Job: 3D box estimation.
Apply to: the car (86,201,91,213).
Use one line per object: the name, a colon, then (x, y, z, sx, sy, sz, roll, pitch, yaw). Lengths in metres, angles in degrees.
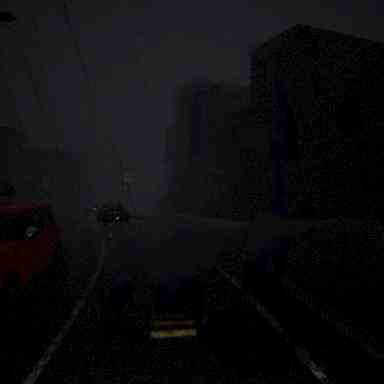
car: (-12.036, 1.822, 40.957, 1.812, 1.442, 4.674, -1, 0, -17)

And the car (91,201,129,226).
car: (-6.020, 1.610, 24.994, 2.128, 1.511, 4.902, -2, 0, -22)

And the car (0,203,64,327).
car: (-4.398, 1.286, 7.259, 2.150, 2.045, 5.566, -1, 0, -9)
